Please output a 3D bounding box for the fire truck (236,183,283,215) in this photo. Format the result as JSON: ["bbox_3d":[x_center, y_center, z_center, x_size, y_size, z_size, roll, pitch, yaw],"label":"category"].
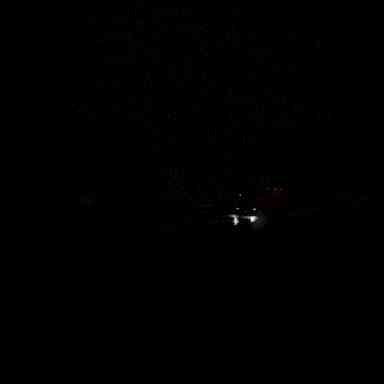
[{"bbox_3d":[8.641,0.831,41.740,2.891,3.827,8.468,1,0,35],"label":"fire truck"}]
